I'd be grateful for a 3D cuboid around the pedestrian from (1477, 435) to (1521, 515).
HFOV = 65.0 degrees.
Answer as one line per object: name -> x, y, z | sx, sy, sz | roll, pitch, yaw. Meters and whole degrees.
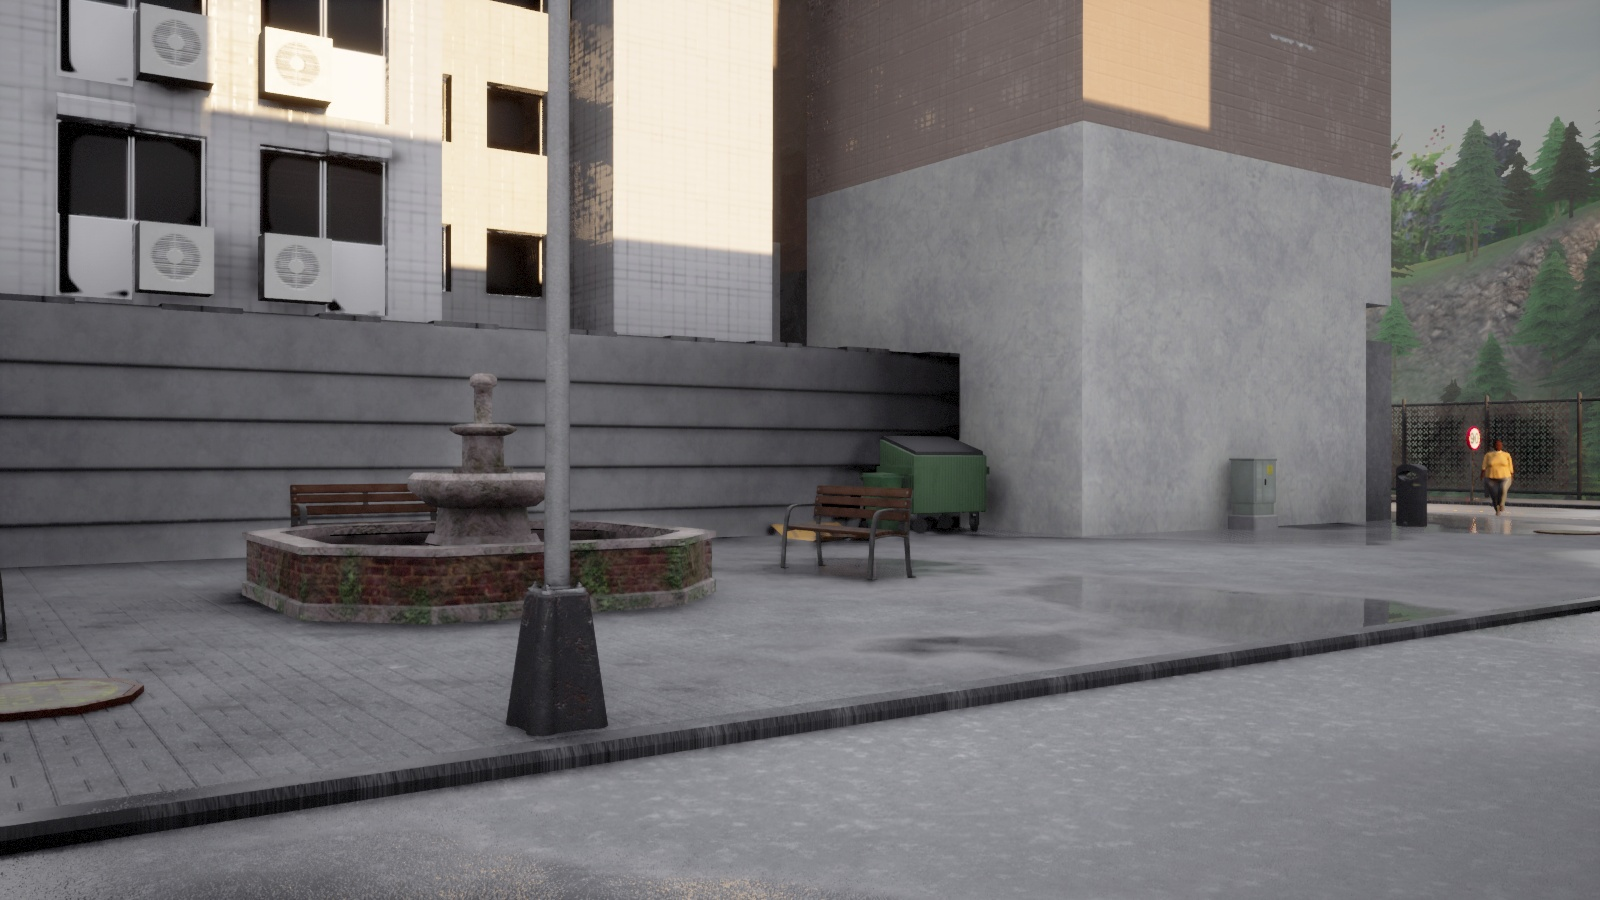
pedestrian -> 16.723, 0.586, 30.048 | 0.874, 1.855, 0.900 | 0, 0, 32
